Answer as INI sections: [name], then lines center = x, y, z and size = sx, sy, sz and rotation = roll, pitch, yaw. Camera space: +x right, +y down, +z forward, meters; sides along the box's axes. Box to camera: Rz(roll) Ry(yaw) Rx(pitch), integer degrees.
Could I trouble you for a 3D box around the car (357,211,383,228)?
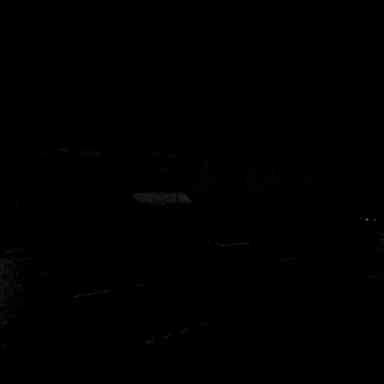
[car]
center = 16.415, 2.332, 28.811
size = 5.357, 1.411, 2.033
rotation = 1, -2, -36
